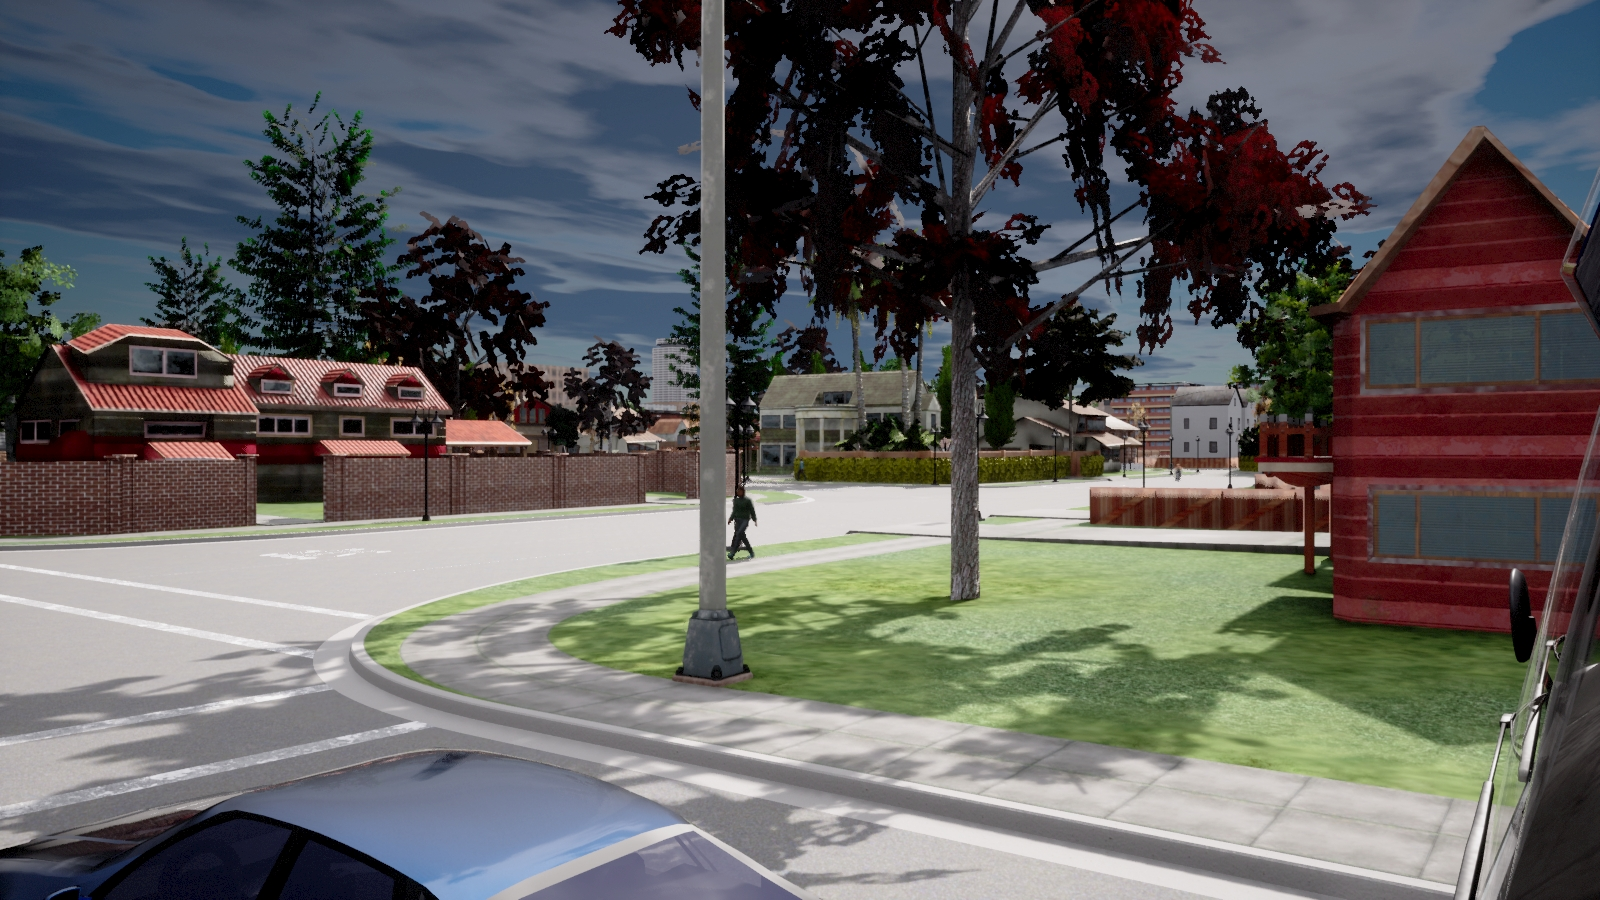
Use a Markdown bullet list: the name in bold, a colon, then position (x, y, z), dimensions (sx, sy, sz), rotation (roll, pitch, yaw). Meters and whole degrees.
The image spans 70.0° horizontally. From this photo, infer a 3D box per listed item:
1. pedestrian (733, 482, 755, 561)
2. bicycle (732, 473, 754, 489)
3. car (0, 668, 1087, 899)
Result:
- **pedestrian**: position (-1.345, 1.704, 27.339), dimensions (0.375, 1.860, 0.375), rotation (0, 0, 35)
- **bicycle**: position (-4.149, 2.256, 82.962), dimensions (0.859, 1.080, 1.487), rotation (0, 0, 34)
- **car**: position (-1.713, 2.106, 4.943), dimensions (5.357, 1.411, 2.033), rotation (0, 0, 36)
